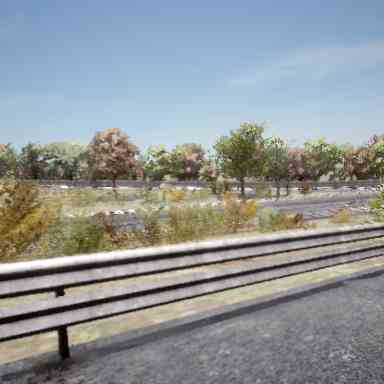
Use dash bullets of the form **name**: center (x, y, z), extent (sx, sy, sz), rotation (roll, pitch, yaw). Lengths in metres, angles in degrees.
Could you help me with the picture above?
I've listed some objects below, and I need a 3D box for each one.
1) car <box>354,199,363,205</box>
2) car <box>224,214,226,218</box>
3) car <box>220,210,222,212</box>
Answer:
- **car**: center (34.952, 2.735, 66.168), extent (5.008, 1.535, 1.882), rotation (-4, 3, -20)
- **car**: center (7.242, 4.643, 56.185), extent (5.008, 1.535, 1.882), rotation (-4, 3, -20)
- **car**: center (5.993, 4.312, 59.451), extent (5.566, 2.045, 2.150), rotation (-4, 3, -20)
